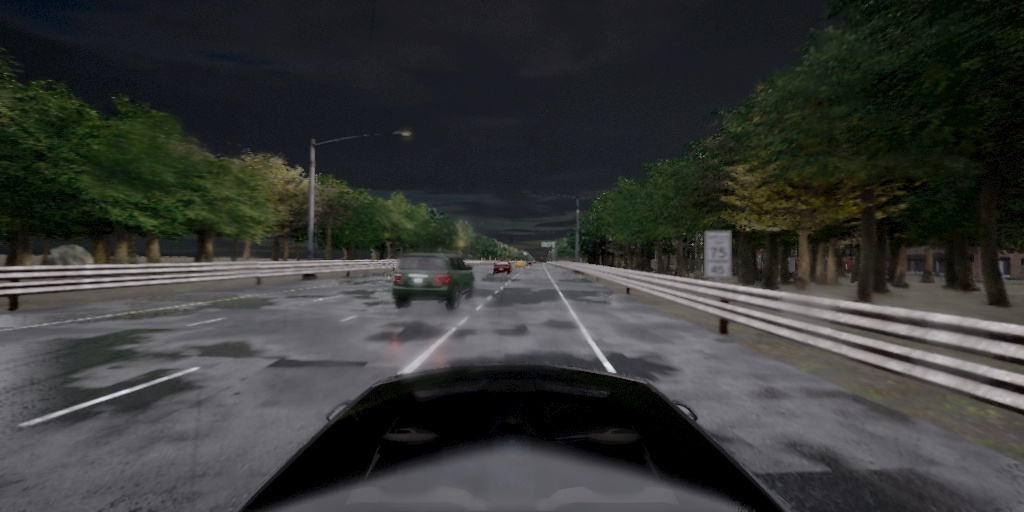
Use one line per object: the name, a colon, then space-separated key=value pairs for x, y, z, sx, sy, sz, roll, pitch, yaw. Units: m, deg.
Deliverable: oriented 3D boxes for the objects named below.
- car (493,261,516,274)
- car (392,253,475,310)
car: x=-0.998 y=1.285 z=41.684 sx=1.882 sy=1.535 sz=5.008 roll=1 pitch=0 yaw=4
car: x=-2.948 y=0.926 z=14.643 sx=2.150 sy=2.045 sz=5.566 roll=1 pitch=0 yaw=4
